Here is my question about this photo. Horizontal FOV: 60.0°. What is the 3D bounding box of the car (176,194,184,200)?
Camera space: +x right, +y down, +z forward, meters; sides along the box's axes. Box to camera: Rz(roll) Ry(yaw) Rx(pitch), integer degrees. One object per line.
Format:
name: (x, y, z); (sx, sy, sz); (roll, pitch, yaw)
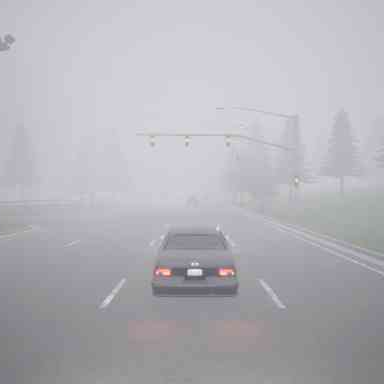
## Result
car: (-3.402, 1.358, 93.832); (2.128, 1.511, 4.902); (0, 0, 0)

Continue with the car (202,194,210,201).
car: (3.587, 1.492, 83.405); (1.837, 1.490, 4.892); (0, 0, 0)

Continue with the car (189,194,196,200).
car: (0.098, 1.310, 93.828); (1.882, 1.535, 5.008); (0, 0, 0)

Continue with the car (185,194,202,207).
car: (0.053, 1.352, 52.765); (2.097, 1.767, 4.553); (0, 0, 0)

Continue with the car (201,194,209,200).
car: (3.598, 1.310, 93.825); (1.882, 1.535, 5.008); (0, 0, 0)

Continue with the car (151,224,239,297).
car: (0.075, 1.547, 8.726); (2.033, 1.411, 5.357); (0, 0, 0)

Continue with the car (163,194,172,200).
car: (-6.902, 1.385, 93.836); (1.994, 1.385, 4.181); (0, 0, 0)

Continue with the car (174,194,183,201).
car: (-3.413, 1.517, 83.829); (1.812, 1.442, 4.674); (0, 0, 0)

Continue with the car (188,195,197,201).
car: (0.087, 1.531, 83.408); (2.033, 1.411, 5.357); (0, 0, 0)

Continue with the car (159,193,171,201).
car: (-6.913, 1.217, 83.446); (2.150, 2.045, 5.566); (0, 0, 0)
